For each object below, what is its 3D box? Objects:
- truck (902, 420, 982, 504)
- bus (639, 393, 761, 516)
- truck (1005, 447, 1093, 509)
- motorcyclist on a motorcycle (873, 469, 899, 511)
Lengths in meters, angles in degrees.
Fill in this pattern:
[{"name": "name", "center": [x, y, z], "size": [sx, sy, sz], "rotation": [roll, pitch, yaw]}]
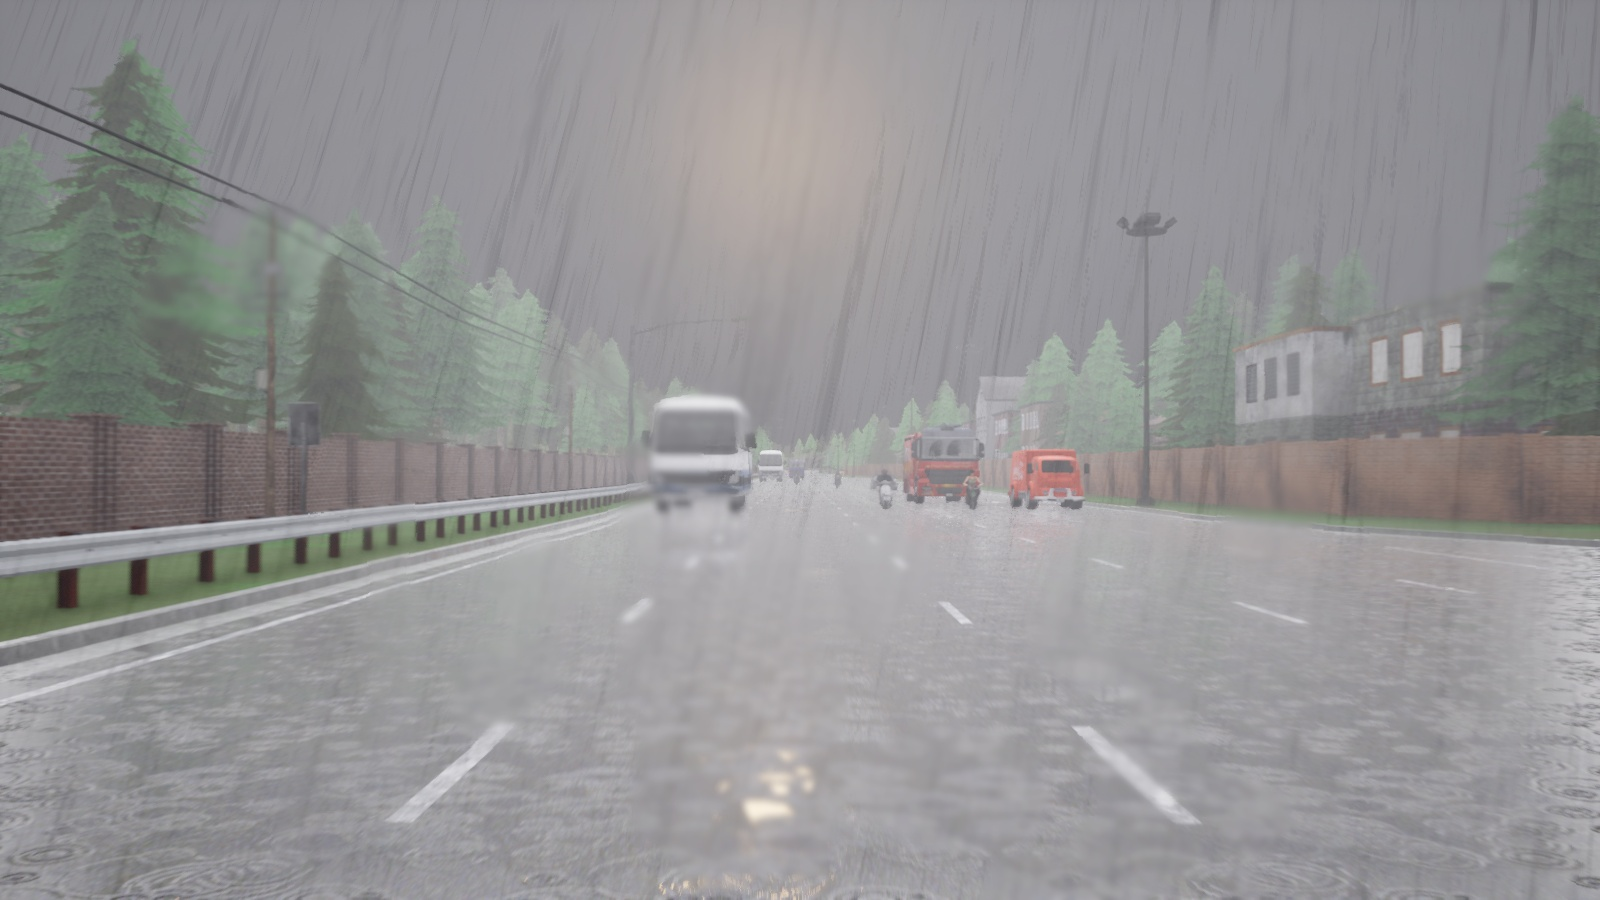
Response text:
[{"name": "truck", "center": [6.845, 0.633, 61.690], "size": [2.891, 3.827, 8.468], "rotation": [0, -1, 0]}, {"name": "bus", "center": [-3.624, 0.249, 48.609], "size": [3.944, 4.253, 10.273], "rotation": [0, -1, 0]}, {"name": "truck", "center": [10.370, 1.151, 52.746], "size": [2.627, 2.467, 5.204], "rotation": [0, -1, 0]}, {"name": "motorcyclist on a motorcycle", "center": [3.380, 1.565, 49.478], "size": [0.866, 1.590, 1.817], "rotation": [0, -1, 0]}]
